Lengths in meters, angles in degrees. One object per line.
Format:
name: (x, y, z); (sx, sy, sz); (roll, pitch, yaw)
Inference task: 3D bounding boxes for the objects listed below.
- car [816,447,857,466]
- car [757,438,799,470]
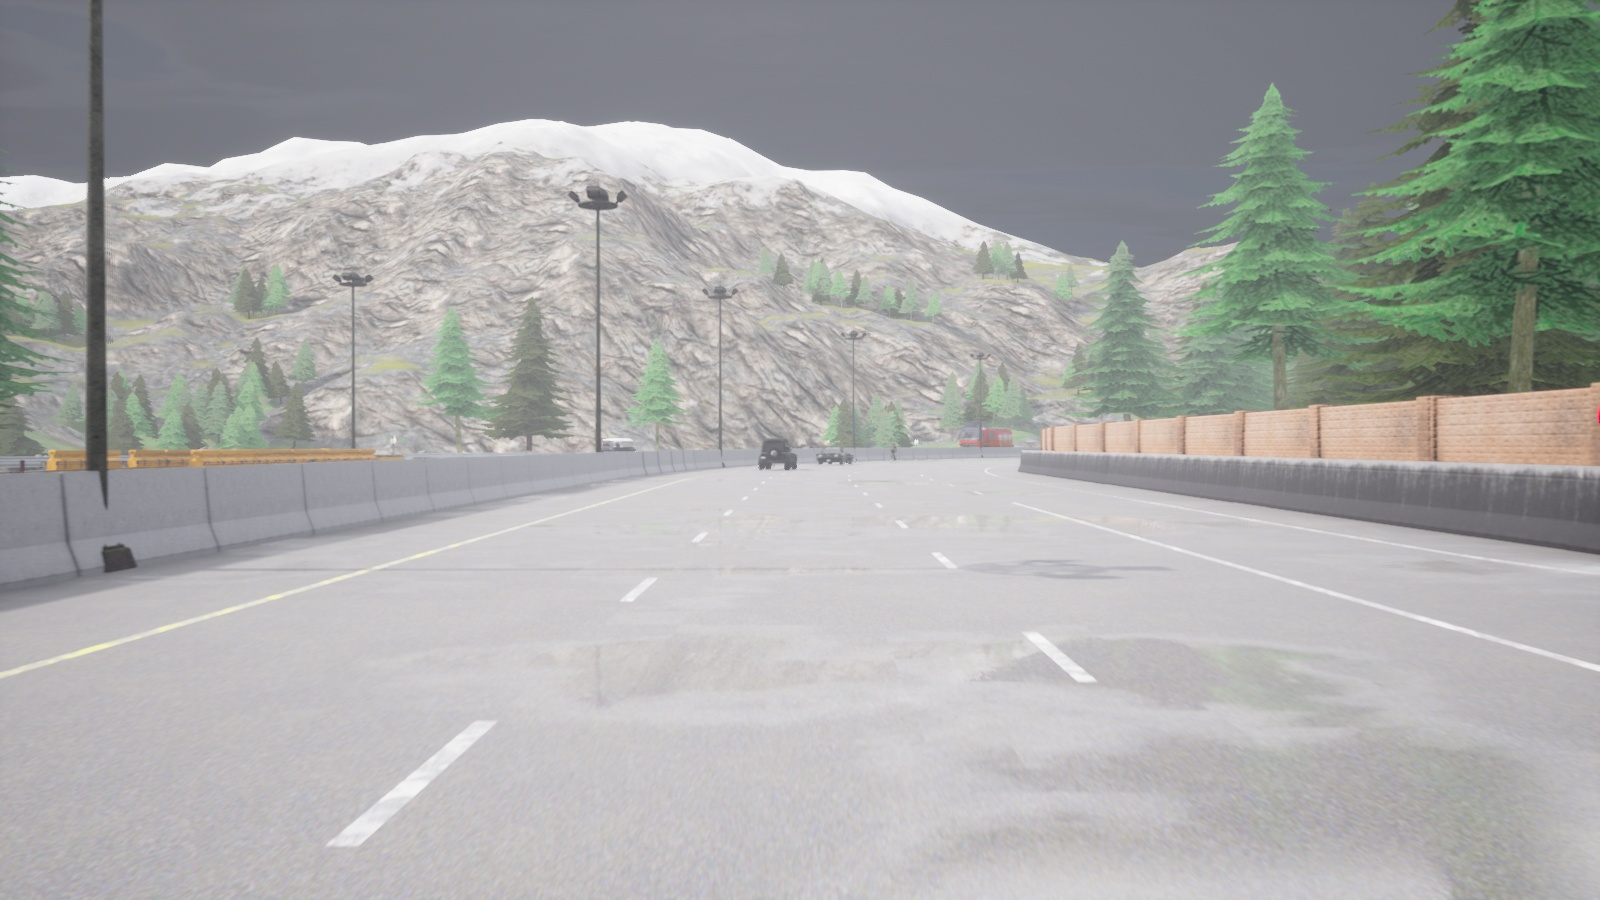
car: (2.726, 0.470, 93.104); (1.895, 1.301, 4.718); (0, 0, 16)
car: (-1.276, 0.237, 74.871); (1.905, 1.878, 3.866); (0, 0, 9)
